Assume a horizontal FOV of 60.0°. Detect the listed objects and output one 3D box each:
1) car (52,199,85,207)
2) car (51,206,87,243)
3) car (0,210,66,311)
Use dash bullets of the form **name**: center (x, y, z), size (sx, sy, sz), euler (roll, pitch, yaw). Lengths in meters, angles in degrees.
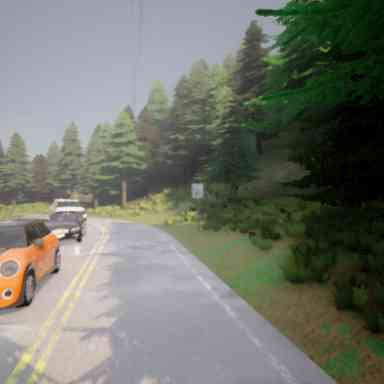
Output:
- **car**: center (-10.377, 1.608, 27.785), size (2.150, 2.045, 5.566), euler (1, -1, -31)
- **car**: center (-6.703, 1.778, 17.829), size (2.128, 1.511, 4.902), euler (-1, -1, -14)
- **car**: center (-4.639, 1.501, 8.064), size (2.097, 1.767, 4.553), euler (-1, -1, -11)
